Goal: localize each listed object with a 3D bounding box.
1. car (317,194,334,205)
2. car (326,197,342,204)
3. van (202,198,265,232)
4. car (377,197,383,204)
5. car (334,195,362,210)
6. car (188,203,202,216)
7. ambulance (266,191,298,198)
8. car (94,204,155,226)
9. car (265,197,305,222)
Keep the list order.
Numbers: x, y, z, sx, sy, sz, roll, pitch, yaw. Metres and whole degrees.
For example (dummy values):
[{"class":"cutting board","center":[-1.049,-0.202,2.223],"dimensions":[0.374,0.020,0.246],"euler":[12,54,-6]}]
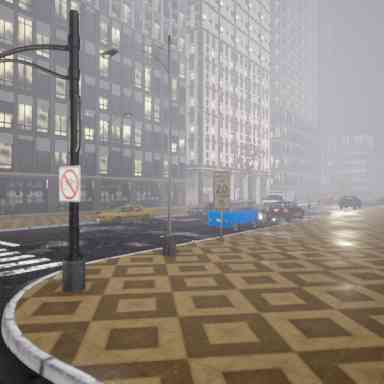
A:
[{"class":"car","center":[25.175,1.381,62.530],"dimensions":[2.192,1.841,5.009],"euler":[0,0,38]},{"class":"car","center":[28.576,1.625,66.932],"dimensions":[2.008,1.369,4.403],"euler":[0,0,38]},{"class":"van","center":[2.631,1.368,20.268],"dimensions":[1.690,1.788,3.998],"euler":[0,0,38]},{"class":"car","center":[38.212,1.658,66.518],"dimensions":[1.947,1.339,4.313],"euler":[0,0,38]},{"class":"car","center":[21.208,1.368,44.502],"dimensions":[2.192,1.841,5.009],"euler":[0,0,38]},{"class":"car","center":[1.368,1.604,31.706],"dimensions":[1.802,1.307,4.206],"euler":[0,0,38]},{"class":"ambulance","center":[10.242,1.063,38.996],"dimensions":[2.351,2.431,6.366],"euler":[0,0,38]},{"class":"car","center":[-4.752,1.540,23.993],"dimensions":[1.752,1.417,4.829],"euler":[0,0,38]},{"class":"car","center":[7.605,1.472,26.889],"dimensions":[1.967,1.590,4.097],"euler":[0,0,38]}]
